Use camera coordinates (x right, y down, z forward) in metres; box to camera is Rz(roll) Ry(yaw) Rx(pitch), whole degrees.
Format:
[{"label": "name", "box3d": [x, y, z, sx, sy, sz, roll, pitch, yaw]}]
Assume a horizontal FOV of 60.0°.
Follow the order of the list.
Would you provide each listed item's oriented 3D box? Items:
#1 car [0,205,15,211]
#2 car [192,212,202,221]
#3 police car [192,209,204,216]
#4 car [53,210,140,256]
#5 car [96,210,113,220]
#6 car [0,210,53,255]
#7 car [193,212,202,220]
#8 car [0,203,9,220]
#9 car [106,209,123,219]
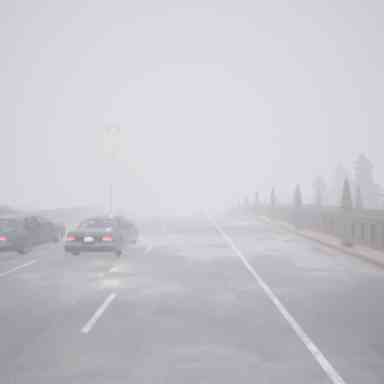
[{"label": "car", "box3d": [-14.093, 1.649, 23.456, 2.033, 1.411, 5.357, 0, 0, 0]}, {"label": "car", "box3d": [1.072, 5.564, 75.330, 2.097, 1.767, 4.553, 0, -6, 0]}, {"label": "police car", "box3d": [1.068, 3.909, 59.555, 1.930, 1.638, 5.238, 0, -6, 0]}, {"label": "car", "box3d": [-3.396, 1.606, 13.425, 2.033, 1.411, 5.357, 0, 0, 0]}, {"label": "car", "box3d": [-17.480, 4.588, 66.405, 2.097, 1.767, 4.553, 0, -6, 0]}, {"label": "car", "box3d": [-6.896, 1.607, 13.473, 2.033, 1.411, 5.357, 0, 0, 0]}, {"label": "car", "box3d": [1.071, 5.039, 69.381, 1.882, 1.535, 5.008, 0, -6, 0]}, {"label": "car", "box3d": [-17.587, 1.672, 27.886, 1.812, 1.442, 4.674, 0, -1, 0]}, {"label": "car", "box3d": [-14.001, 4.078, 60.595, 1.882, 1.535, 5.008, 0, -6, 1]}]
